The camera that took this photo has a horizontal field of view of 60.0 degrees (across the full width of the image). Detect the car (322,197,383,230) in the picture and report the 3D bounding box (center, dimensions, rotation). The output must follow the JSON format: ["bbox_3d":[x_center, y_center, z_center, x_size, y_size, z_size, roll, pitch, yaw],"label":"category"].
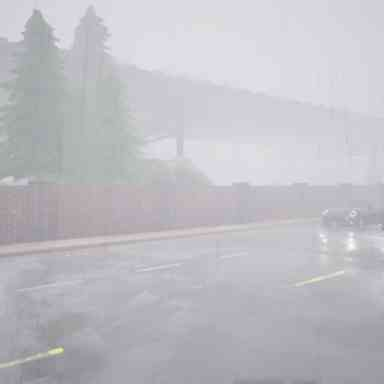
[{"bbox_3d":[9.575,1.129,19.334,4.553,1.767,2.097,-1,1,-36],"label":"car"}]

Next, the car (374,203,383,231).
[{"bbox_3d":[11.433,1.328,16.361,5.357,1.411,2.033,-1,0,-35],"label":"car"}]
